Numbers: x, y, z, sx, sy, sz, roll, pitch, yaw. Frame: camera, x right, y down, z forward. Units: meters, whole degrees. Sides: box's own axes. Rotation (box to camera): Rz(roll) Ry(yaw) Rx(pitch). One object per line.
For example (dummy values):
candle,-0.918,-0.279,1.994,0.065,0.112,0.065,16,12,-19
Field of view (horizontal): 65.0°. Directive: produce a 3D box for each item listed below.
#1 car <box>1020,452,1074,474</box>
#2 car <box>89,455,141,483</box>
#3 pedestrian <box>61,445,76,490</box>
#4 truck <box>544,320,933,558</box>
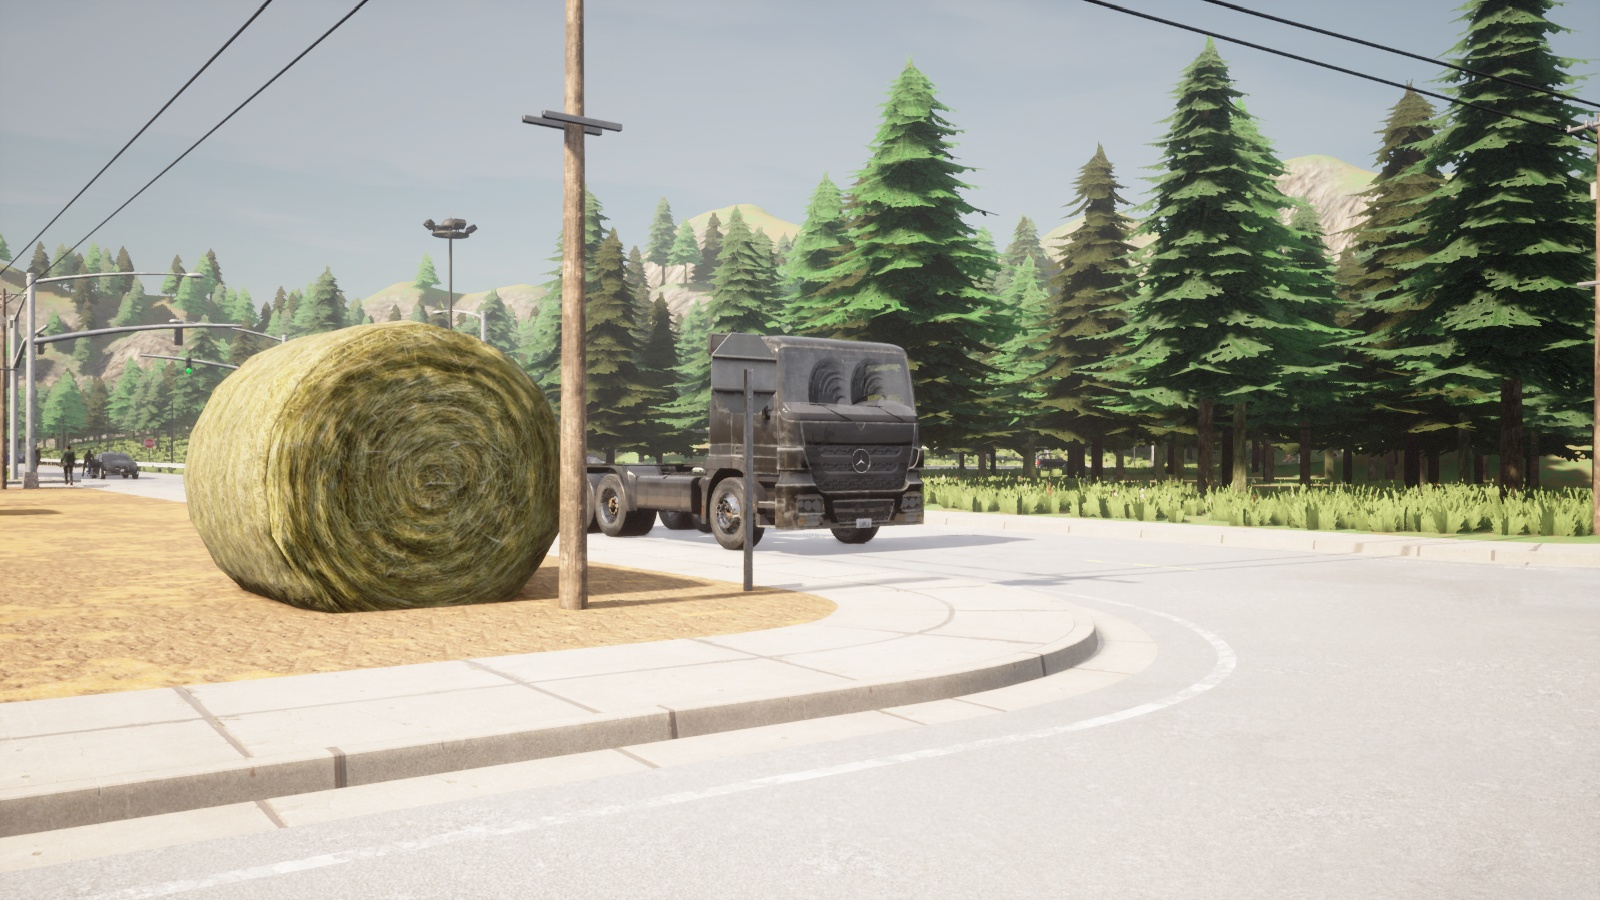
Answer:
car,17.822,0.916,90.697,3.705,1.549,1.789,0,0,-36
car,-38.275,1.037,70.097,1.837,1.490,4.892,0,0,-38
pedestrian,-32.140,0.758,55.149,0.423,1.949,0.788,0,0,-42
truck,-1.446,-0.144,22.325,2.891,3.462,7.936,0,0,-38
